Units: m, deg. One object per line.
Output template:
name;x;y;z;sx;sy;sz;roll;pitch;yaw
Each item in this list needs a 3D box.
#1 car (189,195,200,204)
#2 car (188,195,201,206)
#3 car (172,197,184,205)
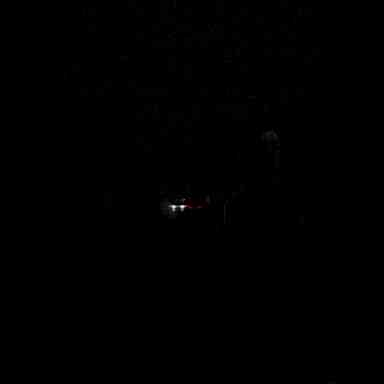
car;0.511;1.389;63.562;2.097;1.767;4.553;0;0;0
car;0.433;1.549;53.573;1.812;1.442;4.674;0;0;0
car;-2.283;1.554;57.793;1.812;1.442;4.674;0;0;0
